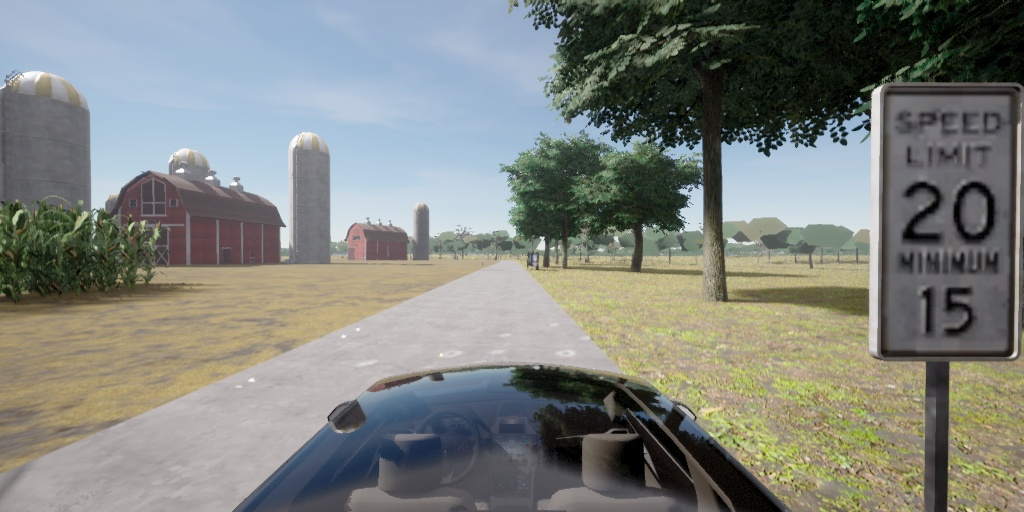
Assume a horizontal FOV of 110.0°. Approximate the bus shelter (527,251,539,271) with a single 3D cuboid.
[{"bbox_3d":[3.125,0.640,51.795,1.920,2.740,3.880,0,0,0],"label":"bus shelter"}]
